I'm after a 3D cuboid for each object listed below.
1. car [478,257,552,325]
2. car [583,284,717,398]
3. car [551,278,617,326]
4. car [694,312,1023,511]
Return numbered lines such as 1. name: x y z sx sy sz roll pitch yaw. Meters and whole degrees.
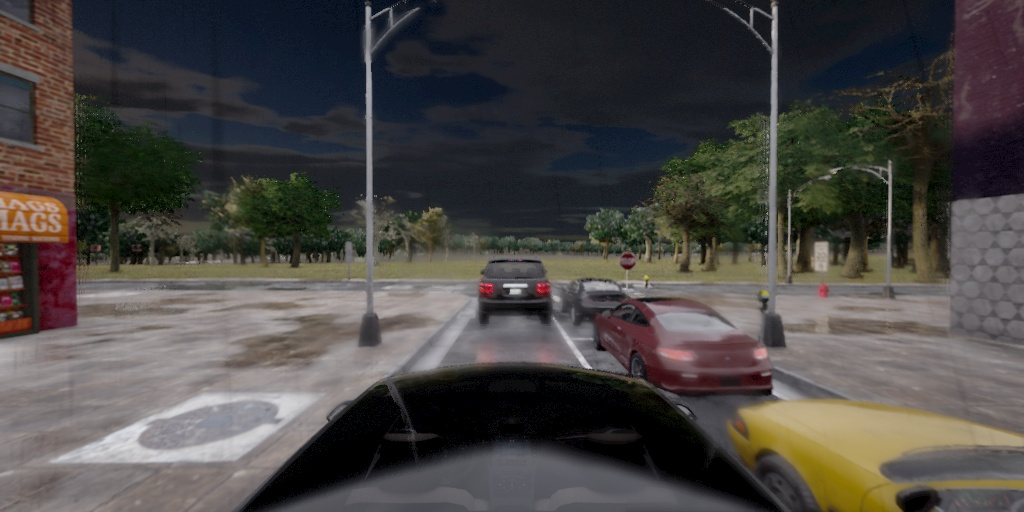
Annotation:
1. car: 0.082 1.058 12.270 2.150 2.045 5.566 0 0 0
2. car: 2.637 1.370 6.378 1.802 1.307 4.207 0 0 0
3. car: 2.638 1.383 11.910 2.007 1.370 4.403 0 0 0
4. car: 2.637 1.268 1.015 1.751 1.417 4.829 0 0 0
